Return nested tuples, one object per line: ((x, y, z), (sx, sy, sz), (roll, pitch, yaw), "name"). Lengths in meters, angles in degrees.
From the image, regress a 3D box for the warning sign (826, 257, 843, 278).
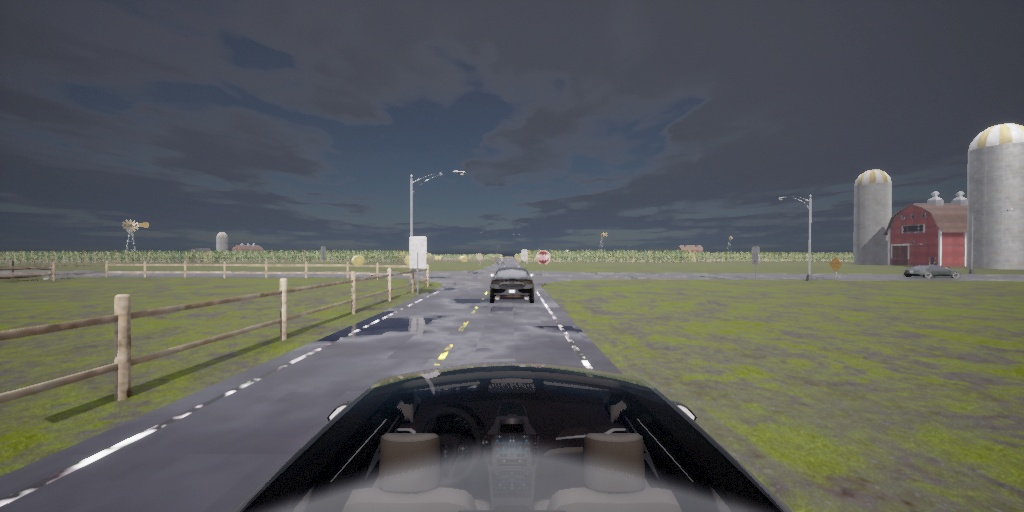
((29.330, 1.056, 32.465), (1.060, 1.860, 1.300), (0, 0, 0), "warning sign")

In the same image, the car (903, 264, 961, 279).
((42.115, 1.548, 35.976), (4.181, 1.385, 1.994), (0, 1, 0), "car")

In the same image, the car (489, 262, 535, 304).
((0.001, 1.235, 16.502), (1.882, 1.535, 5.008), (0, 0, 0), "car")
